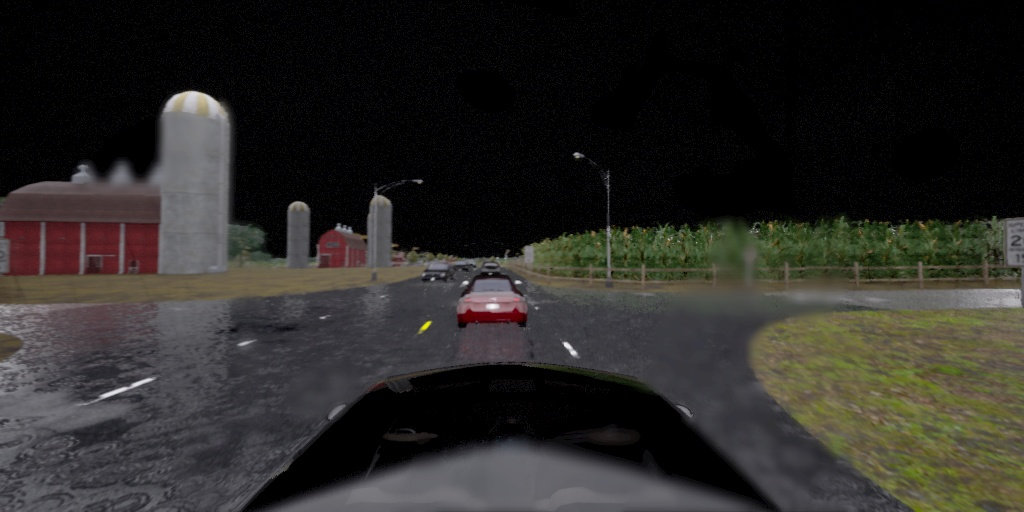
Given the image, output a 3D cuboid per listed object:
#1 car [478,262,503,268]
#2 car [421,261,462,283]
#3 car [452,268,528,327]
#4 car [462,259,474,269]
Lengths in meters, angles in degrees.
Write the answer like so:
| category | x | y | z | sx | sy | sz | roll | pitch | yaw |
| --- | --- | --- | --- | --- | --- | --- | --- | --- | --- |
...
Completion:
| category | x | y | z | sx | sy | sz | roll | pitch | yaw |
| --- | --- | --- | --- | --- | --- | --- | --- | --- | --- |
| car | -1.879 | 1.249 | 31.675 | 1.837 | 1.490 | 4.892 | 1 | 0 | -4 |
| car | -5.446 | 1.233 | 27.342 | 2.033 | 1.411 | 5.357 | 1 | 0 | 0 |
| car | -0.636 | 1.267 | 11.422 | 1.994 | 1.385 | 4.181 | 0 | 1 | -4 |
| car | -6.471 | 1.334 | 46.371 | 2.033 | 1.411 | 5.357 | 1 | 0 | -3 |
